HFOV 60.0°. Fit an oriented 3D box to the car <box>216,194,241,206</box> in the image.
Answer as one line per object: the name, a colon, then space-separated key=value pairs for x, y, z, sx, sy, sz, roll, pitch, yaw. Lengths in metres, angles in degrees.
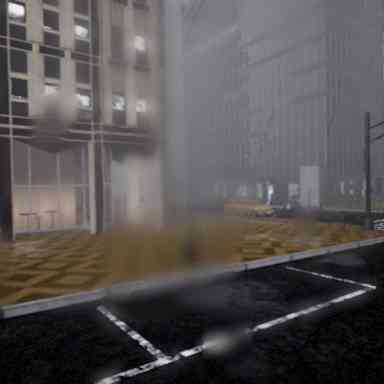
car: x=4.948 y=1.028 z=42.961 sx=1.967 sy=1.590 sz=4.097 roll=-2 pitch=1 yaw=-35

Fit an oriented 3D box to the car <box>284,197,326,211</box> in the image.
car: x=11.448 y=1.154 z=33.944 sx=2.008 sy=1.369 sz=4.403 roll=-2 pitch=1 yaw=-35

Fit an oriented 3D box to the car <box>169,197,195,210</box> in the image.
car: x=-1.469 y=1.316 z=38.191 sx=1.752 sy=1.417 sz=4.829 roll=-2 pitch=1 yaw=-35

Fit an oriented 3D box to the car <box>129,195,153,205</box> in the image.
car: x=-7.918 y=1.267 z=51.716 sx=1.994 sy=1.385 sz=4.181 roll=-2 pitch=1 yaw=-35

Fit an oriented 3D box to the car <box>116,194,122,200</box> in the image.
car: x=-14.415 y=1.087 z=70.102 sx=2.008 sy=1.369 sz=4.403 roll=-2 pitch=1 yaw=-35

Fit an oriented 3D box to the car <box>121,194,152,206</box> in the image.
car: x=-7.959 y=1.212 z=47.419 sx=1.967 sy=1.590 sz=4.097 roll=-2 pitch=1 yaw=-35

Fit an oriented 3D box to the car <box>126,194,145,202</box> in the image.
car: x=-11.196 y=1.090 z=65.573 sx=1.887 sy=1.381 sz=4.507 roll=-2 pitch=1 yaw=-35

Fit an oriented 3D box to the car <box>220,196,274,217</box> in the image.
car: x=4.914 y=1.335 z=29.090 sx=1.752 sy=1.417 sz=4.829 roll=-2 pitch=1 yaw=-35

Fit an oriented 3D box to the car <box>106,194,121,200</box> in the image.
car: x=-17.635 y=1.109 z=74.632 sx=1.802 sy=1.307 sz=4.206 roll=-2 pitch=1 yaw=-35
